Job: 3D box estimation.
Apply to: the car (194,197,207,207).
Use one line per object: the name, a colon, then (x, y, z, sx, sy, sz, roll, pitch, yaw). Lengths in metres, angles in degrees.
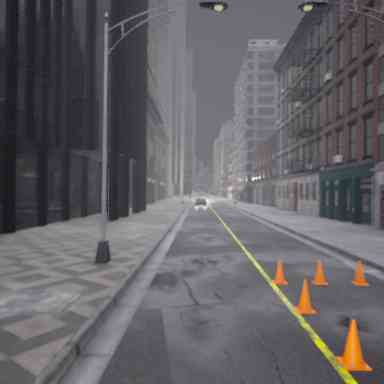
car: (1.373, 1.566, 51.975, 2.033, 1.411, 5.357, 1, 0, 1)

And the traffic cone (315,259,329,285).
traffic cone: (3.216, 1.999, 8.386, 0.340, 0.580, 0.340, 1, 0, 1)

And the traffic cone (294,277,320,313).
traffic cone: (2.176, 1.985, 6.406, 0.340, 0.580, 0.340, 1, 0, 1)

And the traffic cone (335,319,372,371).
traffic cone: (2.135, 1.984, 4.407, 0.340, 0.580, 0.340, 1, 0, 1)

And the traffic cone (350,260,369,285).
traffic cone: (4.215, 2.011, 8.366, 0.340, 0.580, 0.340, 1, 0, 1)

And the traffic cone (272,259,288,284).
traffic cone: (2.216, 1.987, 8.406, 0.340, 0.580, 0.340, 1, 0, 1)
